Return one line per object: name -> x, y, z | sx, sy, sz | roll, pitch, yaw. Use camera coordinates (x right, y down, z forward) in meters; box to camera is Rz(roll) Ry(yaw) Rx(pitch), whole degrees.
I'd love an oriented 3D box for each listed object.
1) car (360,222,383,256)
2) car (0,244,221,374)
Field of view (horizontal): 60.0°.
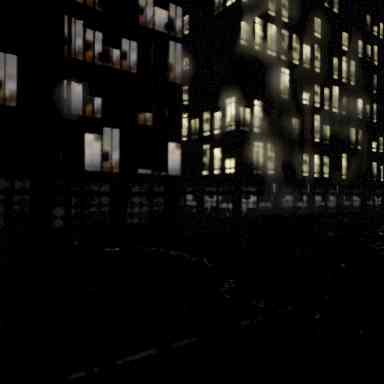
car -> 7.876, 1.621, 12.192 | 4.403, 1.369, 2.008 | 0, 0, -36
car -> -1.386, 1.592, 5.570 | 4.206, 1.307, 1.802 | 0, 0, -36
